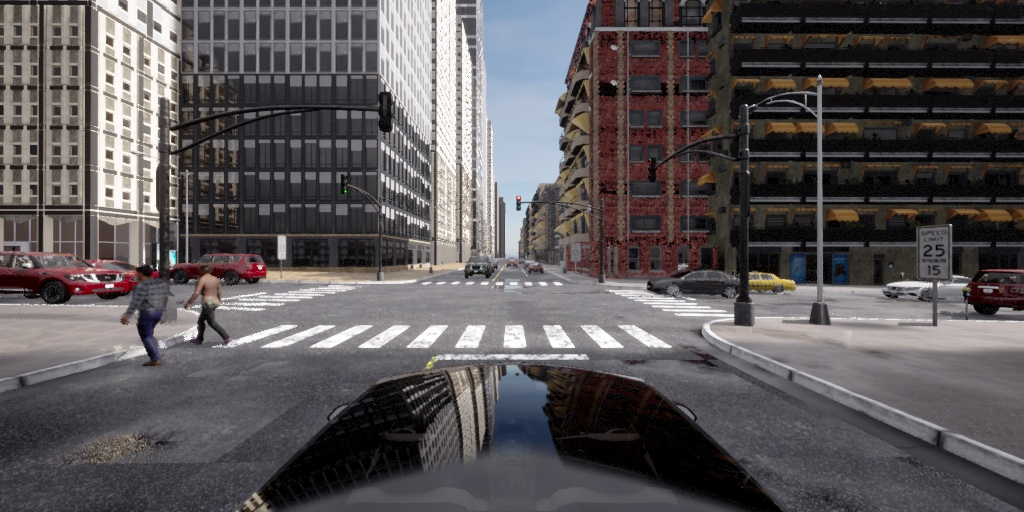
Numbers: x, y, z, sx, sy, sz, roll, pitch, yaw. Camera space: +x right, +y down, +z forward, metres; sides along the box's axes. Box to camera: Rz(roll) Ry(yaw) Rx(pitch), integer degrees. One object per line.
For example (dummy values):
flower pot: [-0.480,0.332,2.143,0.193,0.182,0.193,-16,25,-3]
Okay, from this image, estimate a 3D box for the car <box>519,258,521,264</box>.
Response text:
car: [2.703,1.320,60.293,2.007,1.370,4.403,0,0,0]

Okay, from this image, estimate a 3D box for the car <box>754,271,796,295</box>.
car: [14.634,1.587,22.028,4.829,1.417,1.751,0,0,0]

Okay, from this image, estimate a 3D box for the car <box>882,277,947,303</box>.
car: [23.084,1.731,19.508,4.674,1.442,1.812,1,0,-1]

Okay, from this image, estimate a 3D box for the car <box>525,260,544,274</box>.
car: [2.749,1.341,41.728,1.802,1.307,4.207,0,0,0]

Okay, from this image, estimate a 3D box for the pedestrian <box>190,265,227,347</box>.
pedestrian: [-6.648,1.044,7.868,0.375,1.860,0.375,0,0,0]

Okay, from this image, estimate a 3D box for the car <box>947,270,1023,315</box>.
car: [20.601,1.461,13.731,5.009,1.841,2.192,0,0,0]

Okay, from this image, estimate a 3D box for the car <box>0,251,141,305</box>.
car: [-17.573,0.757,13.373,5.009,1.841,2.192,0,0,0]

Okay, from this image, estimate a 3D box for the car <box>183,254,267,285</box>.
car: [-17.706,0.776,21.753,5.009,1.841,2.192,0,0,0]

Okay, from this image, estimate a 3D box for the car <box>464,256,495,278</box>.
car: [-3.093,0.977,33.630,2.150,2.045,5.566,0,0,0]

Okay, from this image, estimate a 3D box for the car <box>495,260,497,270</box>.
car: [-3.085,1.286,43.704,1.812,1.442,4.674,0,0,0]

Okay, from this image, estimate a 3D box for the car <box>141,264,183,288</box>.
car: [-18.158,0.916,15.960,5.008,1.535,1.882,1,0,0]

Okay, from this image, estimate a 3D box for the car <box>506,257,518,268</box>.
car: [0.013,1.298,63.911,1.812,1.442,4.674,0,0,0]

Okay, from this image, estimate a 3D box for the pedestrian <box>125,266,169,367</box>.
pedestrian: [-6.550,1.044,6.466,0.375,1.860,0.375,0,0,0]

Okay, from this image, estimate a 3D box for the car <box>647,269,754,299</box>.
car: [9.953,1.471,19.537,4.892,1.490,1.837,1,0,3]

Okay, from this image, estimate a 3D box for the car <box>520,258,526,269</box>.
car: [2.701,1.317,54.645,2.007,1.370,4.403,0,0,0]
